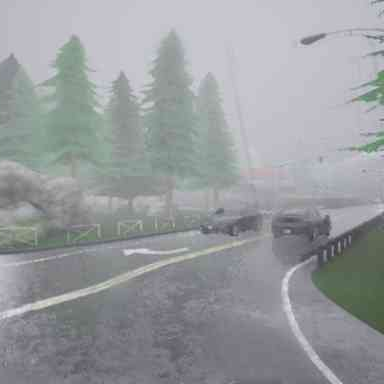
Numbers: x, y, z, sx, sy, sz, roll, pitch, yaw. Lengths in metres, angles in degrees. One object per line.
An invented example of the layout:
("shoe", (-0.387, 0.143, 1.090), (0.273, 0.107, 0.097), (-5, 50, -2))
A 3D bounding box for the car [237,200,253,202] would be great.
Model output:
("car", (7.779, 2.000, 51.380), (4.892, 1.490, 1.837), (1, 0, 34))

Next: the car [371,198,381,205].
("car", (45.881, 2.338, 82.906), (1.837, 1.490, 4.892), (0, -1, 34))

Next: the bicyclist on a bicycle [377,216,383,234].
("bicyclist on a bicycle", (10.700, 1.488, 17.621), (1.656, 1.620, 0.582), (0, -1, 43))

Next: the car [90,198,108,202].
("car", (-18.424, 1.974, 66.039), (4.892, 1.490, 1.837), (0, 0, 41))

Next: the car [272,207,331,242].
("car", (5.504, 1.496, 16.422), (1.837, 1.490, 4.892), (0, -1, 35))

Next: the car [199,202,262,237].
("car", (2.219, 1.492, 18.013), (1.837, 1.490, 4.892), (0, 0, 34))
